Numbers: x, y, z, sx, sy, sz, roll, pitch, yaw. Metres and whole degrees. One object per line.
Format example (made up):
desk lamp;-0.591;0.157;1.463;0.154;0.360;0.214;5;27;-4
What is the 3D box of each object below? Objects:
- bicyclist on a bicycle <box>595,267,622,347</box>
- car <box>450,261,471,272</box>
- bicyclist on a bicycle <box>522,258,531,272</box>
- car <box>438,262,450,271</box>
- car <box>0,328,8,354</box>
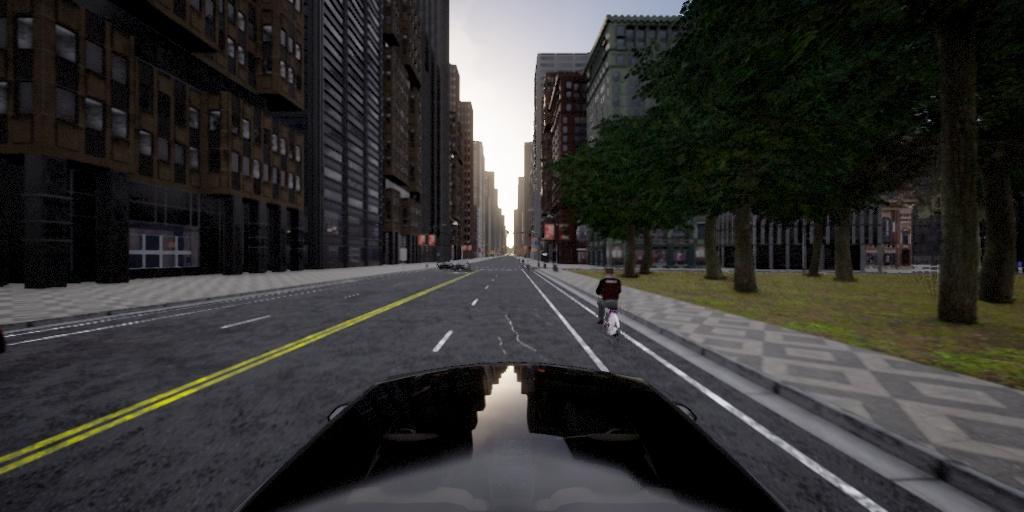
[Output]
bicyclist on a bicycle;2.248;1.131;8.500;0.659;1.776;1.843;0;0;0
car;-6.576;1.422;48.174;2.033;1.411;5.357;0;0;0
bicyclist on a bicycle;2.157;1.309;47.577;0.866;1.612;1.509;0;0;0
car;-9.775;1.500;54.019;1.895;1.301;4.718;0;0;0
car;-9.852;1.106;4.194;2.097;1.767;4.553;0;0;0
